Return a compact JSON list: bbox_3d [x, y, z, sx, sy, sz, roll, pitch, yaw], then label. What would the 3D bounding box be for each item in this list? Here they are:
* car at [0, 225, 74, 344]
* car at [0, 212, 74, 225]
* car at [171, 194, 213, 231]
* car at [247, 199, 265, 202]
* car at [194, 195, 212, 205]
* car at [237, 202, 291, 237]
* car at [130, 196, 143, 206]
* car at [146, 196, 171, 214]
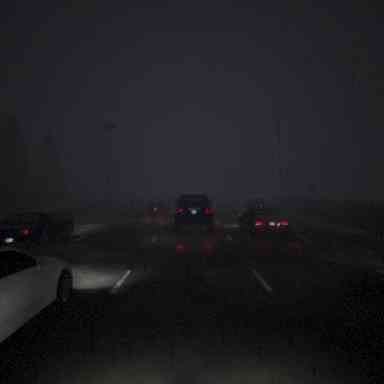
[{"bbox_3d":[-3.402,1.503,5.011,1.812,1.442,4.674,0,0,0],"label":"car"},{"bbox_3d":[-6.899,1.535,14.843,1.895,1.301,4.718,0,0,0],"label":"car"},{"bbox_3d":[0.102,1.132,20.189,2.150,2.045,5.566,0,0,0],"label":"car"},{"bbox_3d":[7.017,1.403,36.173,1.994,1.385,4.181,0,0,-2],"label":"car"},{"bbox_3d":[1.673,1.288,53.699,1.812,1.442,4.674,0,0,-12],"label":"car"},{"bbox_3d":[3.603,1.470,17.430,2.033,1.411,5.357,0,0,0],"label":"car"},{"bbox_3d":[-8.572,1.337,51.318,1.994,1.385,4.181,0,0,-11],"label":"car"},{"bbox_3d":[-3.427,1.379,33.122,1.812,1.442,4.674,0,0,-1],"label":"car"}]
